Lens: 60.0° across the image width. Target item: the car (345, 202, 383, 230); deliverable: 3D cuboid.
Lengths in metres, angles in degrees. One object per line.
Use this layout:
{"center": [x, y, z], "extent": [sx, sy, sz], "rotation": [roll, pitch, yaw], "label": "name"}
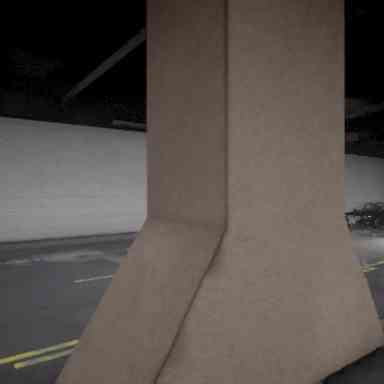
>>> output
{"center": [11.337, 1.409, 20.648], "extent": [4.902, 1.511, 2.128], "rotation": [0, 0, -35], "label": "car"}
